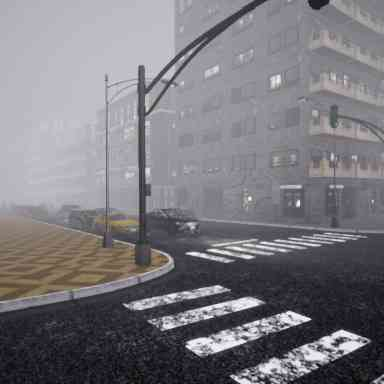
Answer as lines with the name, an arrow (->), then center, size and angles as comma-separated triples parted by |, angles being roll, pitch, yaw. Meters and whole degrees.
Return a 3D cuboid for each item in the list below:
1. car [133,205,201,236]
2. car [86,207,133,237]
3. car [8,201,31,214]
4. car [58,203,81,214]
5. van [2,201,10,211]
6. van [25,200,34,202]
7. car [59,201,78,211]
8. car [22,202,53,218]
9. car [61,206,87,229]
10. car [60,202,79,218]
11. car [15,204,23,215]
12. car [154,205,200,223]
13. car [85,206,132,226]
car -> -1.416, 1.775, 20.649 | 2.128, 1.511, 4.902 | -1, -1, -36
car -> -4.747, 1.865, 20.792 | 1.752, 1.417, 4.829 | -2, 0, -36
car -> -24.933, 2.449, 48.265 | 1.887, 1.381, 4.507 | -2, 0, -36
car -> -17.868, 2.351, 48.432 | 1.994, 1.385, 4.181 | -1, -1, -35
van -> -31.634, 2.433, 57.378 | 1.690, 1.788, 3.998 | -2, 0, -36
van -> -41.621, 2.832, 85.123 | 1.690, 1.788, 3.998 | -2, 0, -36
car -> -21.532, 2.367, 57.785 | 1.967, 1.590, 4.097 | -2, 0, -36
car -> -18.237, 2.262, 39.153 | 1.887, 1.381, 4.507 | -2, 0, -36
car -> -8.194, 2.002, 25.484 | 1.947, 1.339, 4.313 | -2, 0, -36
car -> -13.230, 2.118, 36.751 | 1.837, 1.490, 4.892 | -1, -1, -36
car -> -21.584, 2.392, 43.709 | 1.802, 1.307, 4.206 | -2, 0, -36
car -> -1.443, 1.915, 30.447 | 2.008, 1.369, 4.403 | -2, 0, -36
car -> -7.274, 1.994, 28.622 | 2.033, 1.411, 5.357 | -1, -1, -37
